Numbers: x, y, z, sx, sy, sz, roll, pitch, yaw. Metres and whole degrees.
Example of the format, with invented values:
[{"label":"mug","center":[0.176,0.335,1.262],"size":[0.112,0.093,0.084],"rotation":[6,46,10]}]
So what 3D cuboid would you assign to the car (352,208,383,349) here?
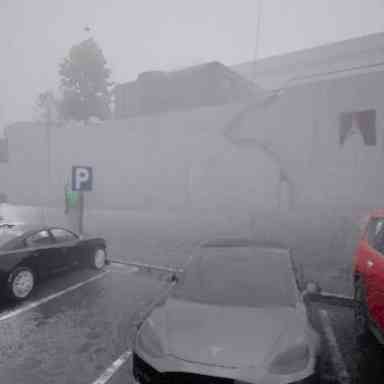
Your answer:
[{"label":"car","center":[3.239,1.228,3.464],"size":[2.435,2.045,5.566],"rotation":[0,-1,15]}]

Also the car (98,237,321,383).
[{"label":"car","center":[0.792,1.538,5.200],"size":[2.163,1.488,4.792],"rotation":[0,-1,15]}]

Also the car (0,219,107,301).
[{"label":"car","center":[-4.097,1.573,8.708],"size":[2.097,1.535,5.008],"rotation":[-1,-1,15]}]

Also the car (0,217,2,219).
[{"label":"car","center":[-6.535,1.643,10.456],"size":[2.002,1.452,4.674],"rotation":[0,-1,15]}]
